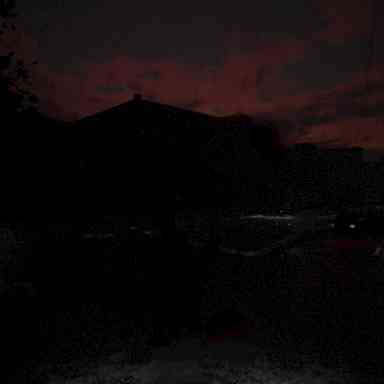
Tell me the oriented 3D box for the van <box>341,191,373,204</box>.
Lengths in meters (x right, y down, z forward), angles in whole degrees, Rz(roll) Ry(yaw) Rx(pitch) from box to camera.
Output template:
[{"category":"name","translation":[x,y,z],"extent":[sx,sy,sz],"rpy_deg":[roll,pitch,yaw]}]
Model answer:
[{"category":"van","translation":[27.408,0.929,55.355],"extent":[4.442,1.987,1.878],"rpy_deg":[-1,0,45]}]

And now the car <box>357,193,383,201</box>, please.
[{"category":"car","translation":[25.501,1.301,47.018],"extent":[1.994,1.385,4.181],"rpy_deg":[-1,0,45]}]

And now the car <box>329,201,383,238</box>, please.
[{"category":"car","translation":[9.114,1.461,17.798],"extent":[1.882,1.535,5.008],"rpy_deg":[-1,0,37]}]

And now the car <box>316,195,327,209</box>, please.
[{"category":"car","translation":[13.744,1.409,41.724],"extent":[5.008,1.535,2.097],"rpy_deg":[-1,0,45]}]

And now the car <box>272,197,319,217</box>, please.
[{"category":"car","translation":[9.729,1.490,31.409],"extent":[4.892,1.490,1.837],"rpy_deg":[-1,0,-43]}]

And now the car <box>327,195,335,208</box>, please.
[{"category":"car","translation":[15.689,1.417,43.677],"extent":[4.674,1.452,2.002],"rpy_deg":[-1,0,45]}]

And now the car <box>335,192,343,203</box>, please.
[{"category":"car","translation":[17.647,1.219,45.616],"extent":[4.553,1.767,2.185],"rpy_deg":[-1,0,45]}]

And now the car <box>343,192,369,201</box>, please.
[{"category":"car","translation":[25.520,1.190,53.348],"extent":[5.366,1.575,1.946],"rpy_deg":[-1,0,45]}]

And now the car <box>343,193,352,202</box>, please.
[{"category":"car","translation":[19.566,1.311,47.605],"extent":[4.892,1.521,2.231],"rpy_deg":[-1,0,45]}]
